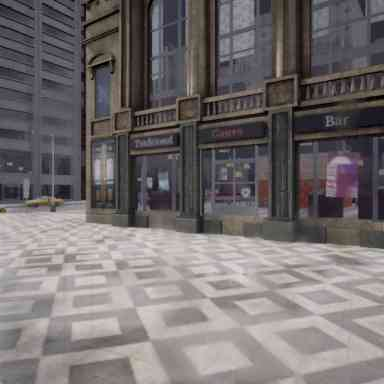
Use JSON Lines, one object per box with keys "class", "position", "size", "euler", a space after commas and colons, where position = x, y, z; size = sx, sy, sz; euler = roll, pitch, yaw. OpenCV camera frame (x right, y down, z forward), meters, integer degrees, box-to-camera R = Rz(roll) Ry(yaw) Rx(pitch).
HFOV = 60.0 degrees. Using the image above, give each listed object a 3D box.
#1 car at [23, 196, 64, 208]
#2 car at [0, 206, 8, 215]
{"class": "car", "position": [-18.529, 1.146, 41.593], "size": [1.752, 1.417, 4.829], "euler": [1, 2, 36]}
{"class": "car", "position": [-18.052, 1.343, 27.692], "size": [1.752, 1.417, 4.829], "euler": [1, 2, 36]}
